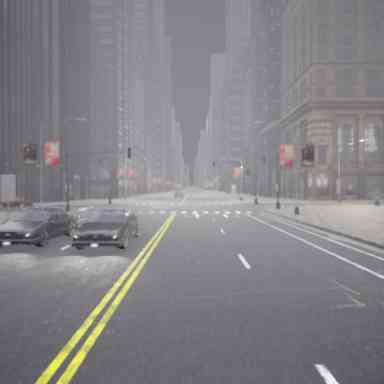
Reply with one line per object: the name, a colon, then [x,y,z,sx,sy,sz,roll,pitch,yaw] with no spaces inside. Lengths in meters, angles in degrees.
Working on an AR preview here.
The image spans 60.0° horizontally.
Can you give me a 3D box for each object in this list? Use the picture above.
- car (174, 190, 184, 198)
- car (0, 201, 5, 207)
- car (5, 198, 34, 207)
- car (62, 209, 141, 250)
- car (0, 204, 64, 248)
car: [-3.250,0.512,81.364,2.150,2.045,5.566,0,1,0]
car: [-23.842,1.538,36.735,4.829,1.417,1.752,-1,1,0]
car: [-23.982,1.453,45.262,4.507,1.381,1.887,-1,2,0]
car: [-3.344,1.430,14.061,2.033,1.411,5.357,0,0,0]
car: [-6.593,1.426,14.495,2.033,1.411,5.357,0,0,0]
